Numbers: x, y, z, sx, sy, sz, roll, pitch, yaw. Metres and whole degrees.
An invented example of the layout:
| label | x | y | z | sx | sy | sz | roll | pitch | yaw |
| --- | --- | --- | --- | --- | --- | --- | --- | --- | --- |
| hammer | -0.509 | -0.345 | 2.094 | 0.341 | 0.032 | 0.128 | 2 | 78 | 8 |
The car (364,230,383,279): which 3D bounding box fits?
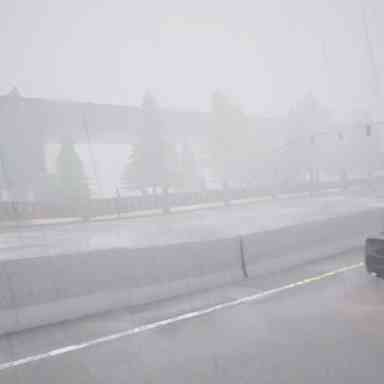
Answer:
| label | x | y | z | sx | sy | sz | roll | pitch | yaw |
| --- | --- | --- | --- | --- | --- | --- | --- | --- | --- |
| car | 6.239 | 1.255 | 8.236 | 5.008 | 1.535 | 1.882 | -3 | 2 | -36 |
